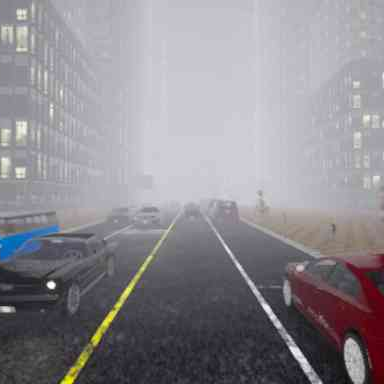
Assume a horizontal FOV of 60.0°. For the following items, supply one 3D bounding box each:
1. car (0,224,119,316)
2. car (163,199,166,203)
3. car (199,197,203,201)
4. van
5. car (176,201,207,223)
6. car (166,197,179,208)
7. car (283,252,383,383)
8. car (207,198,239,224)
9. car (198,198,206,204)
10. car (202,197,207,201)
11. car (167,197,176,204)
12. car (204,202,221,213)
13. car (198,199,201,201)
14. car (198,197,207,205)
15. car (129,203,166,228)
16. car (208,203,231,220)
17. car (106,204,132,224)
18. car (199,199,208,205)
[{"bbox_3d":[-3.112,1.684,7.787,1.895,1.301,4.718,0,-1,0],"label":"car"},{"bbox_3d":[-5.806,2.365,77.139,1.802,1.307,4.206,0,-1,0],"label":"car"},{"bbox_3d":[2.620,1.815,49.460,2.192,1.841,5.009,0,-1,0],"label":"car"},{"bbox_3d":[-5.699,1.455,10.673,1.690,1.788,3.998,0,-1,0],"label":"van"},{"bbox_3d":[0.020,1.786,28.637,2.128,1.511,4.902,0,0,0],"label":"car"},{"bbox_3d":[-3.120,2.172,61.288,2.033,1.411,5.357,0,-1,1],"label":"car"},{"bbox_3d":[2.712,1.597,5.148,1.887,1.381,4.507,0,-1,0],"label":"car"},{"bbox_3d":[2.655,1.593,27.304,2.192,1.841,5.009,0,-1,0],"label":"car"},{"bbox_3d":[2.557,2.328,88.232,1.967,1.590,4.097,0,-1,0],"label":"car"},{"bbox_3d":[2.637,1.704,38.382,2.192,1.841,5.009,0,-1,0],"label":"car"},{"bbox_3d":[-5.831,2.264,93.758,2.192,1.841,5.009,0,-1,0],"label":"car"},{"bbox_3d":[2.628,2.011,43.919,1.947,1.339,4.313,0,-1,0],"label":"car"},{"bbox_3d":[0.005,1.988,45.521,1.812,1.442,4.674,0,0,0],"label":"car"},{"bbox_3d":[2.567,2.148,82.694,2.192,1.841,5.009,0,-1,0],"label":"car"},{"bbox_3d":[-3.095,1.778,24.468,1.812,1.442,4.674,0,-1,0],"label":"car"},{"bbox_3d":[2.645,1.878,32.840,1.887,1.381,4.507,0,-1,0],"label":"car"},{"bbox_3d":[-5.727,1.849,27.287,1.947,1.339,4.313,0,-1,0],"label":"car"},{"bbox_3d":[2.575,2.344,77.153,1.947,1.339,4.313,0,-1,0],"label":"car"}]
